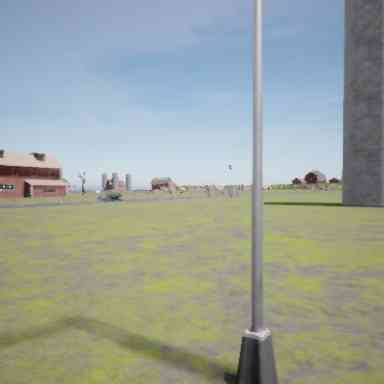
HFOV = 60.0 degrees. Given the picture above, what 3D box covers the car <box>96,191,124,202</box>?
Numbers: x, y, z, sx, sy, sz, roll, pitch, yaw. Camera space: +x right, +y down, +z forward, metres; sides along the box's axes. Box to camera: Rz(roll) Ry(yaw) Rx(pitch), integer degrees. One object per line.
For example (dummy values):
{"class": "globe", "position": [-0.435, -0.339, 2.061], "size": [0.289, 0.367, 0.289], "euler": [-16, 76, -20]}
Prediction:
{"class": "car", "position": [-13.688, 0.673, 55.555], "size": [2.097, 1.767, 4.553], "euler": [1, 1, 36]}
